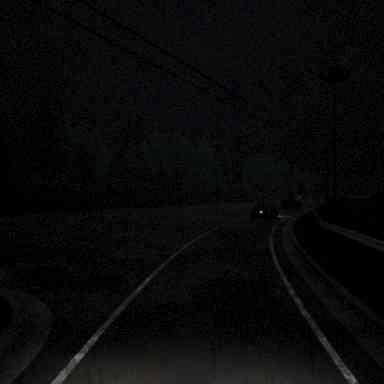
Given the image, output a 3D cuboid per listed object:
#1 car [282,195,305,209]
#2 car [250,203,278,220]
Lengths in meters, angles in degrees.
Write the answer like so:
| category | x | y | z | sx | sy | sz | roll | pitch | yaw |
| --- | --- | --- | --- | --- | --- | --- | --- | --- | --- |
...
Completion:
| category | x | y | z | sx | sy | sz | roll | pitch | yaw |
| --- | --- | --- | --- | --- | --- | --- | --- | --- | --- |
| car | 14.350 | 1.514 | 47.646 | 2.097 | 1.767 | 4.553 | 0 | 0 | 26 |
| car | 6.491 | 1.655 | 29.630 | 1.994 | 1.385 | 4.181 | 0 | 0 | 21 |
